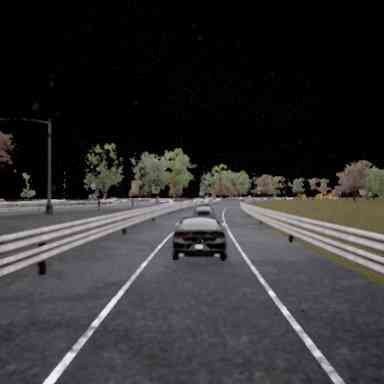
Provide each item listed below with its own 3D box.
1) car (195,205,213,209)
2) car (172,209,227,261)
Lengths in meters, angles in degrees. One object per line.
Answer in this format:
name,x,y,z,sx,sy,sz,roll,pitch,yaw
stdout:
car,1.013,1.857,27.198,1.837,1.490,4.892,0,0,4
car,0.319,1.648,13.097,1.882,1.535,5.008,0,-1,2
